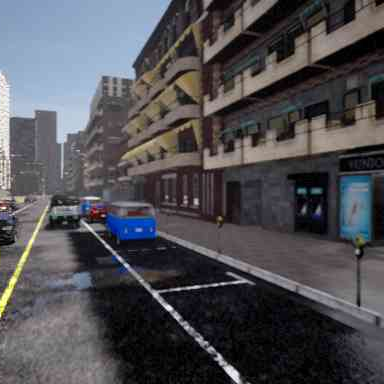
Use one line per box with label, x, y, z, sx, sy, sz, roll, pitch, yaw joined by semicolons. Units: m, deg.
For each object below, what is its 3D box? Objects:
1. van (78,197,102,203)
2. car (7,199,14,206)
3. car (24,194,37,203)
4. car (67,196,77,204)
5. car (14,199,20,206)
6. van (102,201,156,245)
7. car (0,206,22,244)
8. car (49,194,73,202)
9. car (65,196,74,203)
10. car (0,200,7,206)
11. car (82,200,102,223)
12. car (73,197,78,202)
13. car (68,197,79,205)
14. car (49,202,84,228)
van;-9.258;1.373;30.844;1.690;1.788;3.998;0;0;-22
car;-19.114;1.490;32.745;1.967;1.590;4.097;0;0;-22
car;-36.005;1.703;73.571;1.947;1.339;4.313;0;0;-22
car;-24.103;1.627;66.725;1.752;1.417;4.829;0;0;-22
car;-23.336;1.632;42.951;1.947;1.339;4.313;0;0;-22
van;-2.924;1.351;15.535;1.690;1.788;3.998;0;0;-22
car;-9.158;1.583;15.483;1.994;1.385;4.181;0;0;-22
car;-15.592;1.273;39.369;2.150;2.045;5.566;0;0;-22
car;-28.261;1.672;76.774;1.887;1.381;4.507;0;0;-22
car;-17.002;1.592;27.641;2.008;1.369;4.403;0;0;-22
car;-7.145;1.569;25.741;1.887;1.381;4.507;0;0;-22
car;-19.814;1.643;56.362;1.947;1.339;4.313;0;0;-22
car;-21.991;1.614;61.621;1.752;1.417;4.829;0;0;-22
car;-8.694;1.625;22.668;1.895;1.301;4.718;0;0;-22
